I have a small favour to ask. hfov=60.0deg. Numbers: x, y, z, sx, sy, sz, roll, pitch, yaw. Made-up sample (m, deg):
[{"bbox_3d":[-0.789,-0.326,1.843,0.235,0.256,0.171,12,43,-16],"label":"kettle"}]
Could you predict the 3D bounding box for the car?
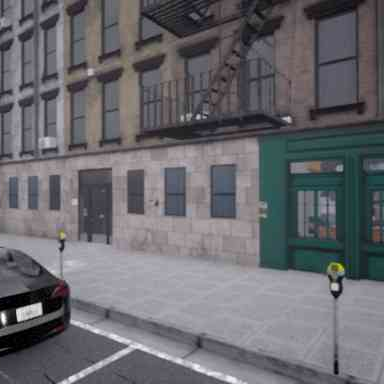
[{"bbox_3d":[-3.792,1.602,5.521,4.313,1.339,1.947,0,0,36],"label":"car"}]
